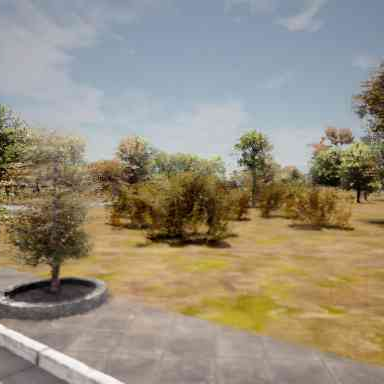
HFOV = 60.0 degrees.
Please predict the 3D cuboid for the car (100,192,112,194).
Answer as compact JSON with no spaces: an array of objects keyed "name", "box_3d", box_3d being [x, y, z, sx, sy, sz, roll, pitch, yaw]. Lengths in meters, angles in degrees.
[{"name":"car","box_3d":[-17.256,1.012,65.349,2.150,2.045,5.566,0,1,39]}]
